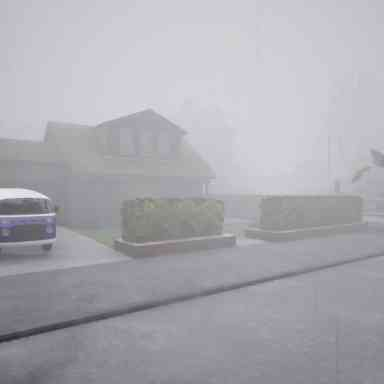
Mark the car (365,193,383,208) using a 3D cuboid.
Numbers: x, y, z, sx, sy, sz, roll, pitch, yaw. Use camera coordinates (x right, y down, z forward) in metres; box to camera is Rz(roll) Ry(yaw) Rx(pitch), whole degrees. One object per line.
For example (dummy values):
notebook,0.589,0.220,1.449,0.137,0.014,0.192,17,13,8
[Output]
car,23.154,0.985,40.320,3.866,1.878,1.905,0,0,0
